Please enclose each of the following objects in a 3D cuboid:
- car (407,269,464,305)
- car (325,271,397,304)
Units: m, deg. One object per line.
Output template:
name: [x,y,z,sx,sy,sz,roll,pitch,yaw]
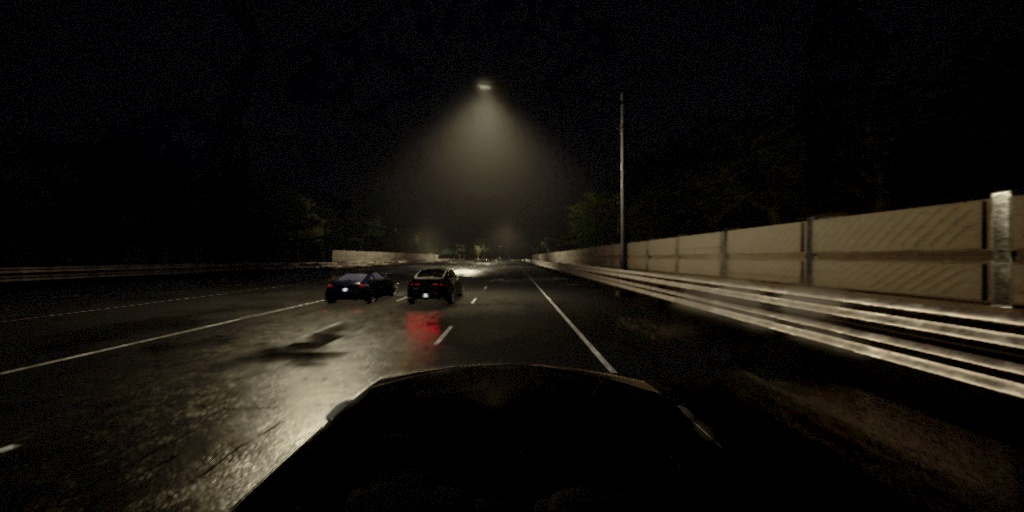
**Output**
car: [-3.393,1.307,16.506,1.837,1.490,4.892,0,0,0]
car: [-6.892,1.368,16.822,1.994,1.385,4.181,0,0,0]
